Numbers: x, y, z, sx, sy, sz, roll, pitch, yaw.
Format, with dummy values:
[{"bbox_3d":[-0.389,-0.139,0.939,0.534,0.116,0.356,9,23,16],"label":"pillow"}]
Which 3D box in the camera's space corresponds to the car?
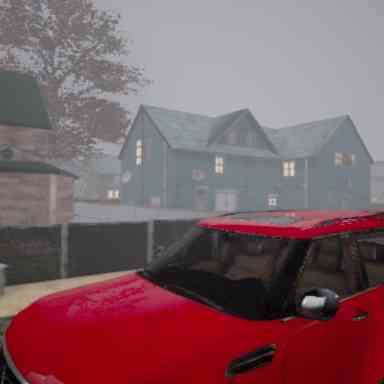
[{"bbox_3d":[0.918,1.260,3.725,5.566,2.045,2.150,1,-1,-35],"label":"car"}]
